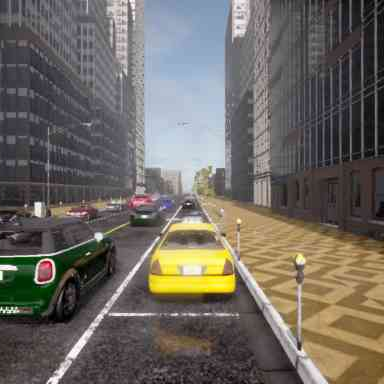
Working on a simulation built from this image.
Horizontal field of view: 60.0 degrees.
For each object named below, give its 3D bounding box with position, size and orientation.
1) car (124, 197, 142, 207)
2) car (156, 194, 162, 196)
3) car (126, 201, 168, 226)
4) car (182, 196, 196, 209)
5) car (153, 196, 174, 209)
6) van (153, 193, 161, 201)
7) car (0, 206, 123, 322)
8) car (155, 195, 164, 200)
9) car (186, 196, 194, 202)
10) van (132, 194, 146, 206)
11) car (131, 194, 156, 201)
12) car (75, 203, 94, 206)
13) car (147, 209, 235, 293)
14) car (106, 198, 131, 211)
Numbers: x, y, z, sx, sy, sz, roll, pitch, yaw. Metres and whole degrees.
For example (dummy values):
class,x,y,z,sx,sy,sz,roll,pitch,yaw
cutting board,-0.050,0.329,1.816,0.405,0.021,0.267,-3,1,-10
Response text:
class,x,y,z,sx,sy,sz,roll,pitch,yaw
car,-8.833,1.523,49.953,1.887,1.381,4.507,0,0,0
car,-8.832,1.391,78.413,1.967,1.590,4.097,0,0,0
car,-3.073,1.559,23.489,1.994,1.385,4.181,0,0,0
car,-0.452,1.548,44.248,1.947,1.339,4.313,0,0,0
car,-3.069,1.511,39.087,1.812,1.442,4.674,0,0,0
van,-8.831,1.286,84.106,1.690,1.788,3.998,0,0,0
car,-3.145,1.350,7.407,2.097,1.767,4.553,0,0,0
car,-8.832,1.504,89.799,1.947,1.339,4.313,0,0,0
car,-0.452,1.533,78.399,1.802,1.307,4.206,0,0,0
van,-8.832,1.315,55.646,1.690,1.788,3.998,0,0,0
car,-6.209,1.208,41.494,2.150,2.045,5.566,0,0,0
car,-8.832,1.575,27.183,1.802,1.307,4.206,0,0,0
car,0.004,1.456,8.839,1.801,1.575,5.366,0,0,0
car,-8.833,1.537,38.569,2.008,1.369,4.403,0,0,0
